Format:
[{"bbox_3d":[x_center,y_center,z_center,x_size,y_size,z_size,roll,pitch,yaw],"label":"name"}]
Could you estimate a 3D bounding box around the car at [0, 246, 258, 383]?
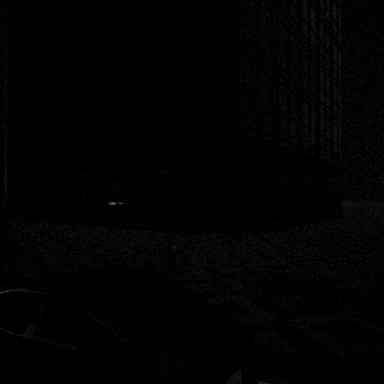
[{"bbox_3d":[-1.379,1.570,3.828,4.313,1.339,1.947,0,0,35],"label":"car"}]
